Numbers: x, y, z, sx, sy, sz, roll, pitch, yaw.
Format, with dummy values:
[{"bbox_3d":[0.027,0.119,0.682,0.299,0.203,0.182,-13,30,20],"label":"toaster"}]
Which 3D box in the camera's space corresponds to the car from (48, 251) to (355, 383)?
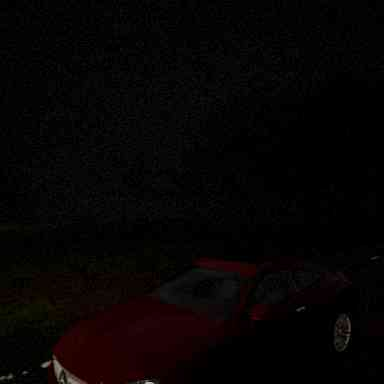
[{"bbox_3d":[0.562,1.623,4.532,4.674,1.442,1.812,0,-2,-41],"label":"car"}]
